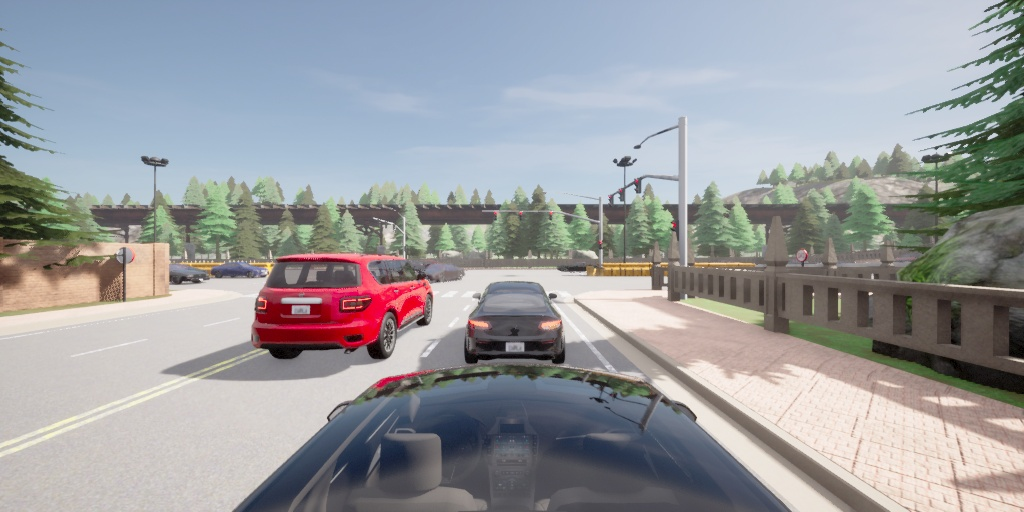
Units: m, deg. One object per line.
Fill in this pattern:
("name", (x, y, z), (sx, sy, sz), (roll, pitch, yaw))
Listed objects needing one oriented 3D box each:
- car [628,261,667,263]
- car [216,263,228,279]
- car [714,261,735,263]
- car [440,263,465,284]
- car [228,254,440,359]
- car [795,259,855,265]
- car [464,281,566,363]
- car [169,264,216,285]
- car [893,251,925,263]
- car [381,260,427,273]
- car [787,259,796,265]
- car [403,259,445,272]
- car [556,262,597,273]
("car", (15.870, 1.297, 39.617), (5.357, 1.411, 2.033), (0, 0, 0))
("car", (-24.700, 1.276, 32.594), (4.674, 1.442, 1.812), (0, 0, 0))
("car", (25.121, 1.276, 43.086), (4.674, 1.442, 1.812), (0, 0, 0))
("car", (-5.465, 1.297, 27.686), (2.033, 1.411, 5.357), (0, 0, 18))
("car", (-3.441, 0.971, 8.531), (2.150, 2.045, 5.566), (0, 0, 0))
("car", (34.840, 1.164, 39.575), (5.008, 1.535, 1.882), (-1, 0, 0))
("car", (0.062, 1.276, 7.980), (1.812, 1.442, 4.674), (0, 0, 0))
("car", (-24.846, 1.297, 25.595), (5.357, 1.411, 2.033), (0, 0, 0))
("car", (48.142, 0.403, 43.015), (4.553, 1.767, 2.097), (-4, 0, 0))
("car", (-12.922, 1.242, 43.243), (4.902, 1.511, 2.128), (0, 0, 0))
("car", (35.817, 1.155, 46.574), (4.902, 1.511, 2.128), (-1, 0, 0))
("car", (-11.404, 1.227, 46.735), (5.008, 1.535, 1.882), (0, 0, 0))
("car", (7.737, 1.351, 43.152), (4.718, 1.301, 1.895), (0, 0, 0))
